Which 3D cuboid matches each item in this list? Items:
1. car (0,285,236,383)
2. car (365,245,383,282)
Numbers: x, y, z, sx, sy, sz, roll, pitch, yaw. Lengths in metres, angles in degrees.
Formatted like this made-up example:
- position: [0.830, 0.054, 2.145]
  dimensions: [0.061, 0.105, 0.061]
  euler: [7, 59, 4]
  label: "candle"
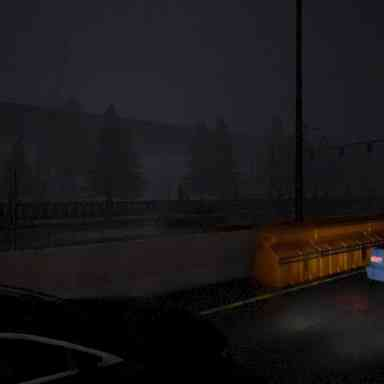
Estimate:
- position: [-1.804, 1.491, 2.457]
  dimensions: [4.902, 1.511, 2.128]
  euler: [0, 0, -36]
  label: "car"
- position: [6.477, 1.548, 8.369]
  dimensions: [5.357, 1.411, 2.033]
  euler: [0, 0, -36]
  label: "car"
